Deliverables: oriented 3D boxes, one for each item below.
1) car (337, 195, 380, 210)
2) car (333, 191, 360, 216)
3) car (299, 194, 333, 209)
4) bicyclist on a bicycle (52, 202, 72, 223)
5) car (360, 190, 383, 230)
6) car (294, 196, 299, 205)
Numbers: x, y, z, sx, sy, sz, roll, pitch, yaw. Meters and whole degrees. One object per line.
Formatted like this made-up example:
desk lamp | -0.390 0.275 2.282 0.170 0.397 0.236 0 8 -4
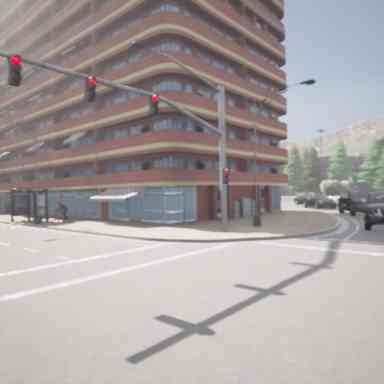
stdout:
car | 18.362 1.090 37.039 2.128 1.511 4.902 -1 0 -3
car | 14.177 0.900 28.541 2.150 2.045 5.566 -1 0 10
car | 14.678 1.032 38.457 2.097 1.767 4.553 -1 0 -6
bicyclist on a bicycle | -10.019 1.556 25.624 0.582 1.620 1.656 -1 0 41
car | 10.869 0.961 18.716 2.150 2.045 5.566 -1 0 26
car | 16.372 1.158 47.084 1.837 1.490 4.892 -1 0 -18
